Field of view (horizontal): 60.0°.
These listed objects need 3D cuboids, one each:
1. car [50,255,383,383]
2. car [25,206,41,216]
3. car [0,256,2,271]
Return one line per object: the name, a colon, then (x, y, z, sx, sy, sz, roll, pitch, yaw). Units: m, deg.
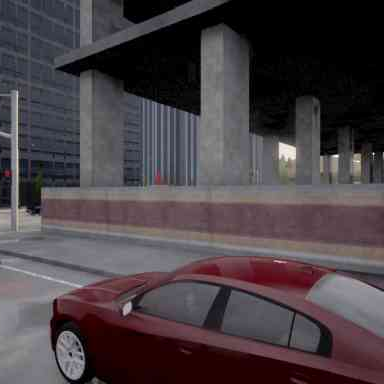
car: (0.425, 1.478, 3.686, 5.008, 1.535, 1.882, 0, 0, 35)
car: (-14.129, 1.656, 33.535, 1.895, 1.301, 4.718, 0, 0, 36)
car: (-6.923, 1.564, 8.871, 4.181, 1.385, 1.994, 0, 0, 36)
